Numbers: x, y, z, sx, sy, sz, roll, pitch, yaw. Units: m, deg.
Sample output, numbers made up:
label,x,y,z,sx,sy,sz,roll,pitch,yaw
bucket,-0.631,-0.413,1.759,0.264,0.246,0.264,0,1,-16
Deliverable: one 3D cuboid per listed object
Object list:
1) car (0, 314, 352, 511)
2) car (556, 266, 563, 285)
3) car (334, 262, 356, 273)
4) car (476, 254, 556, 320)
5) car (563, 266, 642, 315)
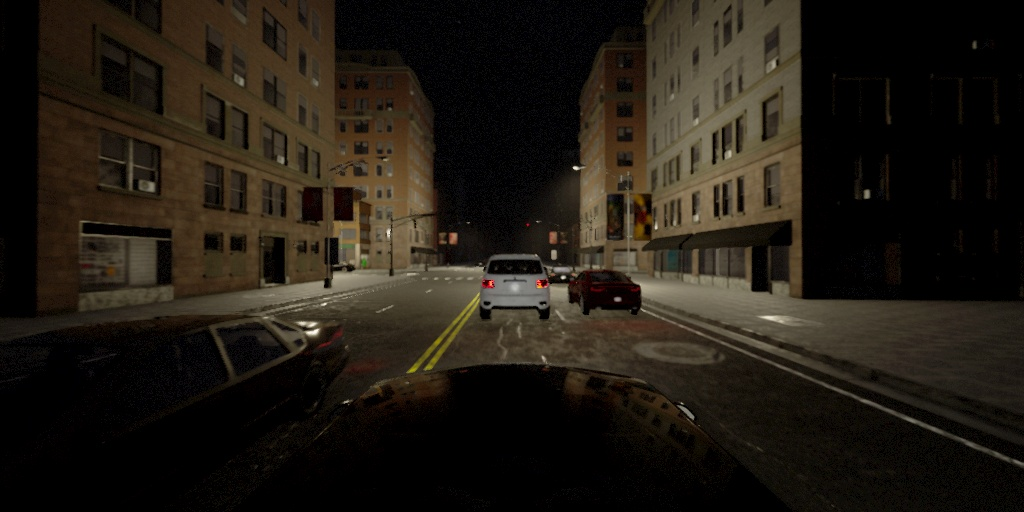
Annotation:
label,x,y,z,sx,sy,sz,roll,pitch,yaw
car,-3.351,1.301,3.121,2.033,1.411,5.357,0,0,0
car,3.383,1.377,25.599,1.994,1.385,4.181,0,0,0
car,-22.062,1.439,45.396,4.313,1.339,1.948,0,0,0
car,0.112,0.995,12.832,2.150,2.045,5.566,0,-1,1
car,3.364,1.261,13.842,1.882,1.535,5.008,0,-1,0
